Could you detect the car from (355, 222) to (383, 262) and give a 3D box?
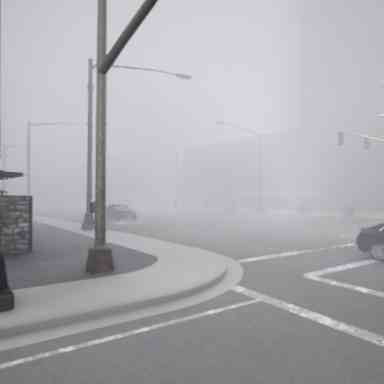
[{"bbox_3d":[7.855,1.649,10.617,1.837,1.490,4.892,1,-1,-36],"label":"car"}]

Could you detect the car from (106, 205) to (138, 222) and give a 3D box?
[{"bbox_3d":[-6.732,1.892,30.731,1.812,1.442,4.674,1,-1,-36],"label":"car"}]
